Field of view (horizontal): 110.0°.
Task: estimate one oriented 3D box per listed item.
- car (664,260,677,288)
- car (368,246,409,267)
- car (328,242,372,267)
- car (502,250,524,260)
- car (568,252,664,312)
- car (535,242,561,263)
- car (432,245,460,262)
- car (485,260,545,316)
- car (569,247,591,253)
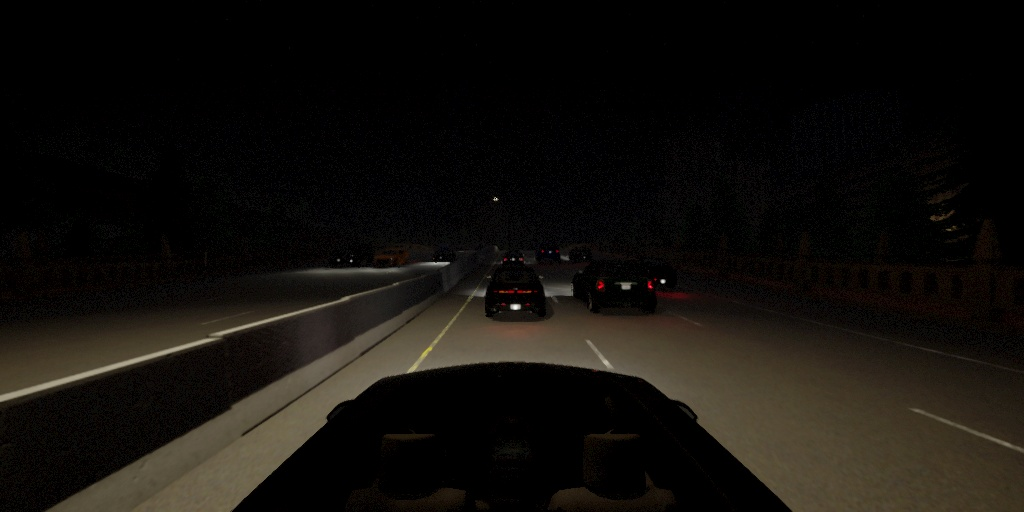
[{"bbox_3d":[7.105,0.801,19.274,1.837,1.490,4.892,0,3,0],"label":"car"},{"bbox_3d":[-10.589,0.095,31.772,1.882,1.535,5.008,0,3,0],"label":"car"},{"bbox_3d":[-14.089,-0.169,31.884,2.150,2.045,5.566,0,3,0],"label":"car"},{"bbox_3d":[0.109,0.187,31.372,2.033,1.411,5.357,0,3,0],"label":"car"},{"bbox_3d":[3.603,0.922,13.427,2.097,1.767,4.553,0,2,0],"label":"car"},{"bbox_3d":[3.610,-0.418,36.554,2.150,2.045,5.566,0,3,0],"label":"car"},{"bbox_3d":[-7.081,-0.137,37.690,1.994,1.385,4.181,0,3,0],"label":"car"},{"bbox_3d":[0.103,1.107,12.629,1.837,1.490,4.892,0,2,0],"label":"car"},{"bbox_3d":[7.111,-0.203,37.580,2.128,1.511,4.902,0,3,0],"label":"car"}]
